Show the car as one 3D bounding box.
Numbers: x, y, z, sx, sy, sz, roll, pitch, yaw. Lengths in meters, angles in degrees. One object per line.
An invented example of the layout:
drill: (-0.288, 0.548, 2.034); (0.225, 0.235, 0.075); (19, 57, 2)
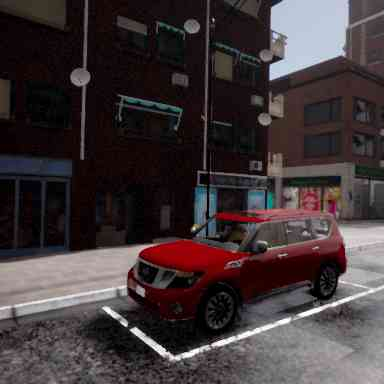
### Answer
car: (1.210, 1.318, 6.927); (5.009, 1.841, 2.192); (0, 2, -35)
